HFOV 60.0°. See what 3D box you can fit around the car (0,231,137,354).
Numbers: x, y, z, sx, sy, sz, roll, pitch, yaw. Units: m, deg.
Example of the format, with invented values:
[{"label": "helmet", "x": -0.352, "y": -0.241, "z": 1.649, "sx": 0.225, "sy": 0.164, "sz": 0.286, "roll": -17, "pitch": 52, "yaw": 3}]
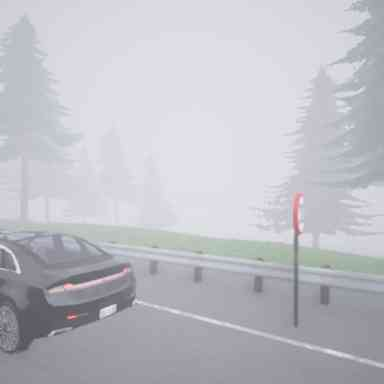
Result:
[{"label": "car", "x": -3.201, "y": 1.473, "z": 6.089, "sx": 4.902, "sy": 1.511, "sz": 2.128, "roll": 0, "pitch": 0, "yaw": 34}]
